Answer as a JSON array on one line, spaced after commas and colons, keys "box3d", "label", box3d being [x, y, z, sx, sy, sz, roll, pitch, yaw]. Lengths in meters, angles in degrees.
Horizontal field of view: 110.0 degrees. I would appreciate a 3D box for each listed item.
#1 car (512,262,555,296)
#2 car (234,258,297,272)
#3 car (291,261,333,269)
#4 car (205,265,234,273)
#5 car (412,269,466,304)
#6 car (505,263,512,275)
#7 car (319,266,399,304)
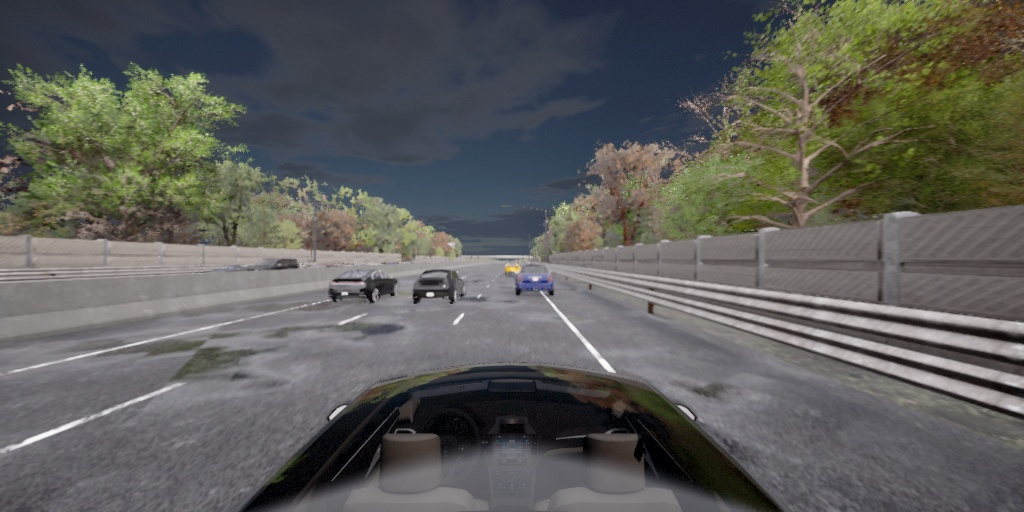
[{"box3d": [1.224, 1.258, 20.963, 2.097, 1.767, 4.553, 0, -1, 0], "label": "car"}, {"box3d": [-21.083, 1.225, 31.673, 2.150, 2.045, 5.566, 0, -1, 0], "label": "car"}, {"box3d": [-17.582, 1.490, 32.854, 1.882, 1.535, 5.008, 0, 0, 0], "label": "car"}, {"box3d": [-24.581, 1.493, 31.641, 2.128, 1.511, 4.902, 0, -1, 0], "label": "car"}, {"box3d": [-3.401, 1.379, 17.329, 1.837, 1.490, 4.892, 0, 0, 0], "label": "car"}, {"box3d": [0.067, 1.615, 46.959, 1.882, 1.535, 5.008, 0, -1, 0], "label": "car"}, {"box3d": [-6.900, 1.365, 17.204, 2.128, 1.511, 4.902, 0, 0, 0], "label": "car"}]
